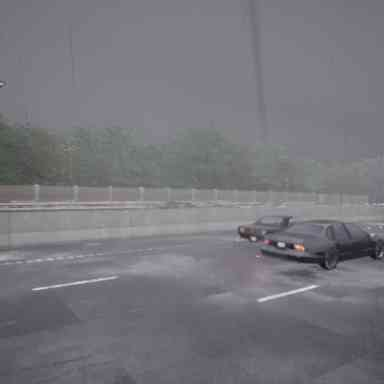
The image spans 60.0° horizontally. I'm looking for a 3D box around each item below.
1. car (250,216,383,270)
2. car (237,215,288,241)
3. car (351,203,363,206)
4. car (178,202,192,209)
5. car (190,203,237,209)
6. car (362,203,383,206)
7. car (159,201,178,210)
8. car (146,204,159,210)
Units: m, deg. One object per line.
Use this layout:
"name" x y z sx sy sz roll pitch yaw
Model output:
"car" 4.713 1.659 11.404 5.357 1.411 2.033 1 -1 -35
"car" 4.449 1.742 15.513 4.718 1.301 1.895 1 -1 -35
"car" 29.928 2.677 59.591 4.902 1.511 2.128 2 -1 -35
"car" 1.611 1.736 30.924 4.902 1.511 2.128 1 -1 -35
"car" 2.541 1.823 27.291 4.718 1.301 1.895 1 -1 -35
"car" 31.502 2.758 56.412 4.718 1.301 1.895 2 -1 -35
"car" -0.769 1.801 33.525 4.181 1.385 1.994 1 -1 -35
"car" -2.666 1.745 36.471 4.892 1.490 1.837 1 -1 -35
